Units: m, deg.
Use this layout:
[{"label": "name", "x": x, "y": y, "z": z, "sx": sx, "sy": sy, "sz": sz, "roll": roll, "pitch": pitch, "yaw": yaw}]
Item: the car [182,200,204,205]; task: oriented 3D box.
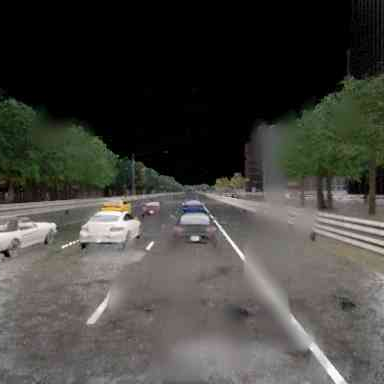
[{"label": "car", "x": 0.114, "y": 1.450, "z": 30.623, "sx": 1.882, "sy": 1.535, "sz": 5.008, "roll": 0, "pitch": 0, "yaw": 0}]

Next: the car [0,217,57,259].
[{"label": "car", "x": -6.893, "y": 1.591, "z": 12.576, "sx": 1.895, "sy": 1.301, "sz": 4.718, "roll": 0, "pitch": 0, "yaw": 0}]

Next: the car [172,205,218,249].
[{"label": "car", "x": 0.121, "y": 1.515, "z": 14.406, "sx": 1.812, "sy": 1.442, "sz": 4.674, "roll": 0, "pitch": 0, "yaw": 0}]

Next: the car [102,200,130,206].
[{"label": "car", "x": -6.886, "y": 1.450, "z": 30.597, "sx": 1.882, "sy": 1.535, "sz": 5.008, "roll": 0, "pitch": 0, "yaw": 0}]

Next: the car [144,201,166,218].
[{"label": "car", "x": -3.387, "y": 1.499, "z": 30.180, "sx": 1.812, "sy": 1.442, "sz": 4.674, "roll": 0, "pitch": 0, "yaw": 0}]

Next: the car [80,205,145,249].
[{"label": "car", "x": -3.393, "y": 1.515, "z": 14.403, "sx": 1.812, "sy": 1.442, "sz": 4.674, "roll": 0, "pitch": 0, "yaw": 0}]
